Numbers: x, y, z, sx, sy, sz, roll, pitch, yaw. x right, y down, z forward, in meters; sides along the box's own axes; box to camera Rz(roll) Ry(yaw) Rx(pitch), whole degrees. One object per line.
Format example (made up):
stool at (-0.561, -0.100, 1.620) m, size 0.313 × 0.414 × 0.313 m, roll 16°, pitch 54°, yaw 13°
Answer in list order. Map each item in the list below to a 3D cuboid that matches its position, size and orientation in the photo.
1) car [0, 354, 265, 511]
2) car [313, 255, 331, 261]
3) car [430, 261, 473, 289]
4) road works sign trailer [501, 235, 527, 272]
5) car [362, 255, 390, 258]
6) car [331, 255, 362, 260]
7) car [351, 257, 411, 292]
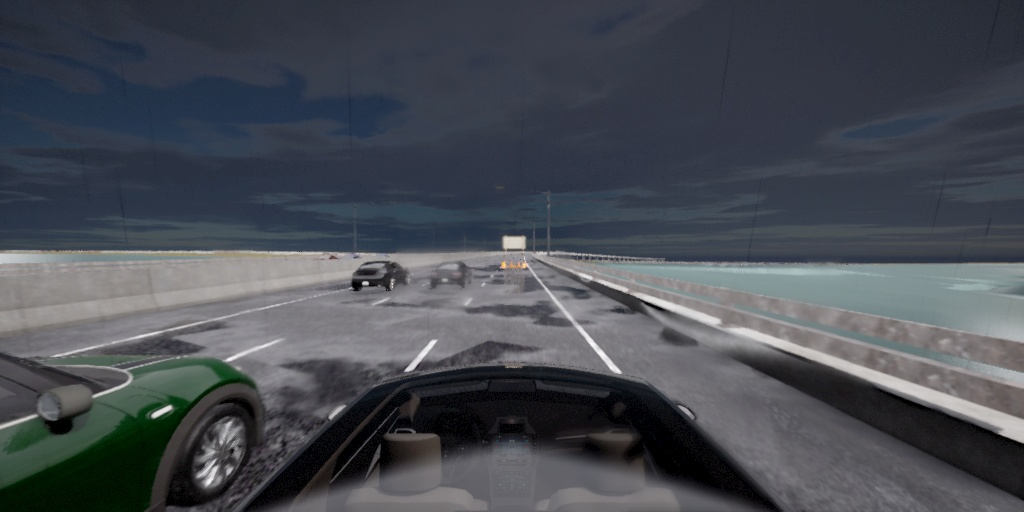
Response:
car at (-3.397, 1.103, 1.521) m, size 2.097 × 1.767 × 4.553 m, roll 0°, pitch 1°, yaw 0°
car at (-24.164, 0.612, 46.896) m, size 1.812 × 1.442 × 4.674 m, roll 0°, pitch 1°, yaw 2°
car at (-3.326, 1.007, 20.195) m, size 1.812 × 1.442 × 4.674 m, roll 0°, pitch 1°, yaw 0°
road works sign trailer at (0.223, -0.286, 36.054) m, size 2.380 × 3.560 × 2.880 m, roll 0°, pitch 0°, yaw 1°
car at (-17.168, 0.566, 46.810) m, size 1.882 × 1.535 × 5.008 m, roll 0°, pitch 1°, yaw 1°
car at (-20.679, 0.577, 46.044) m, size 1.882 × 1.535 × 5.008 m, roll 0°, pitch 1°, yaw 1°
car at (-6.833, 1.000, 19.188) m, size 1.837 × 1.490 × 4.892 m, roll 0°, pitch 1°, yaw 0°
